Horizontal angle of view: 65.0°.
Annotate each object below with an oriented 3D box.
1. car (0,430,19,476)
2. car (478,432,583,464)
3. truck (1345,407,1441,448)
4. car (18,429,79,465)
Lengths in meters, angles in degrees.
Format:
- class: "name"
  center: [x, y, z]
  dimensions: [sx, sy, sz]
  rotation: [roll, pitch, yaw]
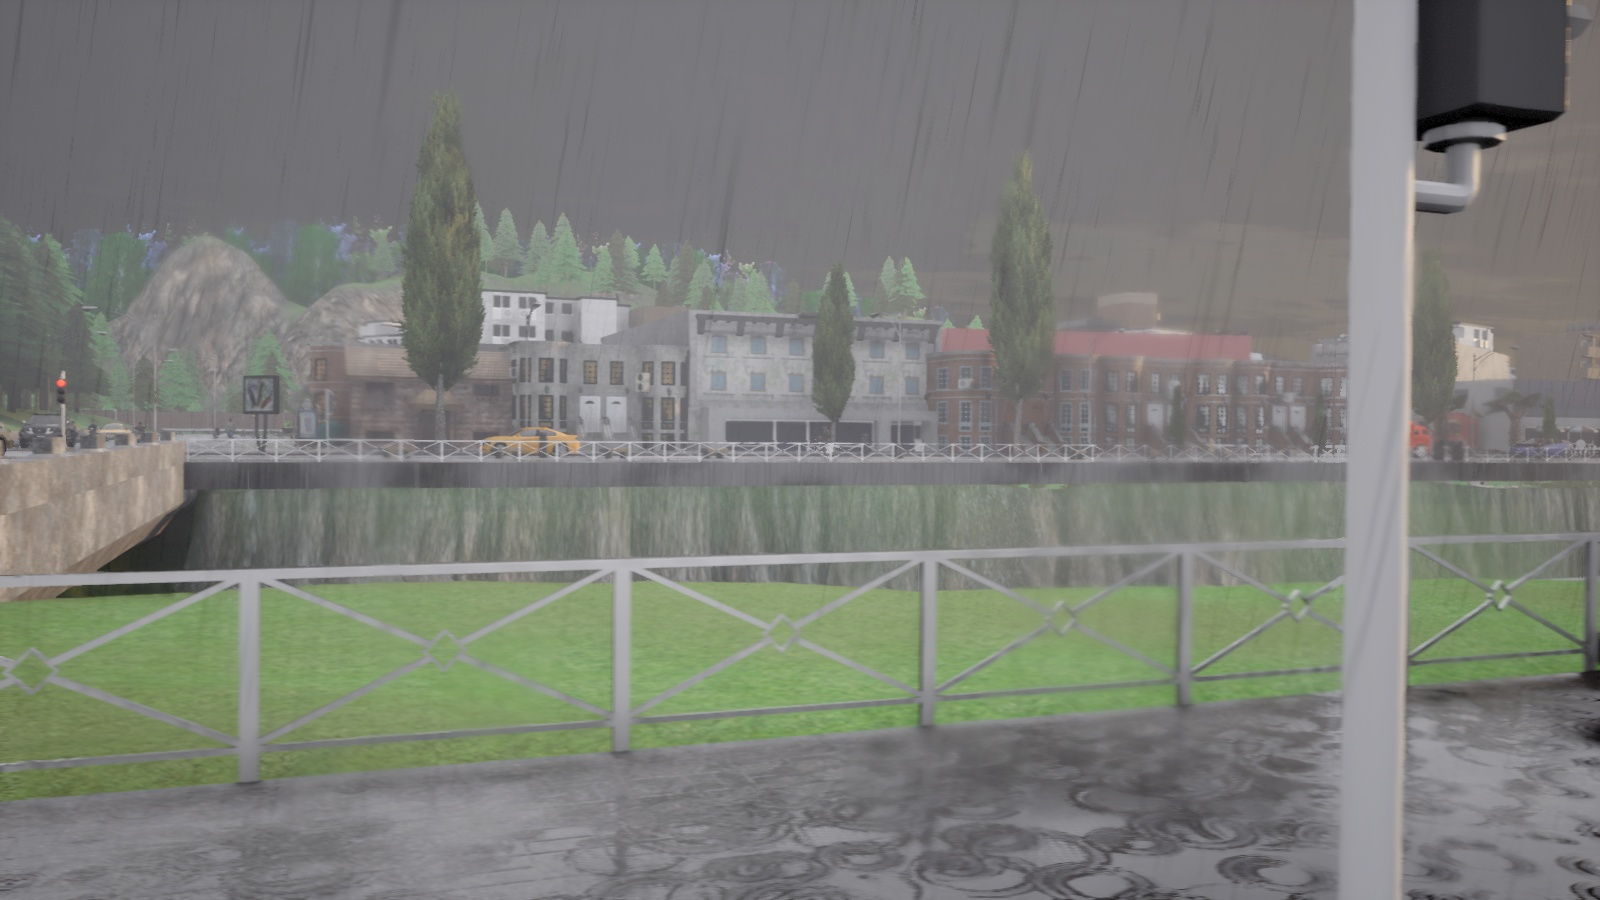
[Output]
- class: "car"
  center: [-33.798, 0.174, 50.006]
  dimensions: [1.932, 1.855, 4.605]
  rotation: [-1, 1, 10]
- class: "car"
  center: [-13.833, -0.130, 64.458]
  dimensions: [5.008, 1.535, 1.882]
  rotation: [-1, 1, -21]
- class: "truck"
  center: [37.665, -1.432, 79.746]
  dimensions: [5.204, 2.467, 2.627]
  rotation: [-1, 1, -21]
- class: "car"
  center: [-44.272, -0.201, 74.068]
  dimensions: [2.150, 2.045, 5.566]
  rotation: [-1, 1, -21]
